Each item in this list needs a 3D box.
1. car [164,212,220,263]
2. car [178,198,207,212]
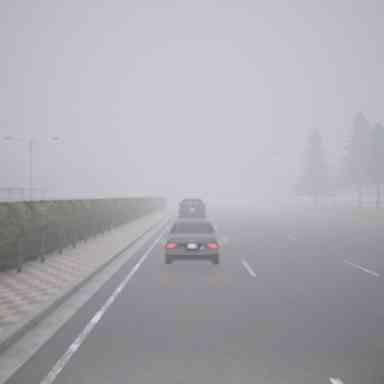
[{"bbox_3d":[0.014,1.685,12.434,2.033,1.411,5.357,0,-1,0],"label":"car"},{"bbox_3d":[0.030,1.526,27.492,2.150,2.045,5.566,0,0,0],"label":"car"}]
